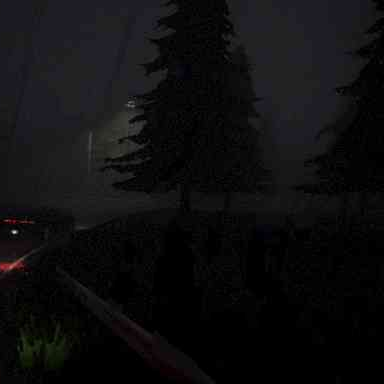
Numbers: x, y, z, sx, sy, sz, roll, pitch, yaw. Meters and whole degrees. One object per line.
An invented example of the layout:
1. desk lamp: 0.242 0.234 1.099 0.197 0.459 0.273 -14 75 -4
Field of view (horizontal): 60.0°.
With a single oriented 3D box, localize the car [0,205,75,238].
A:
1. car: -7.394 1.408 16.484 1.837 1.490 4.892 4 1 2
